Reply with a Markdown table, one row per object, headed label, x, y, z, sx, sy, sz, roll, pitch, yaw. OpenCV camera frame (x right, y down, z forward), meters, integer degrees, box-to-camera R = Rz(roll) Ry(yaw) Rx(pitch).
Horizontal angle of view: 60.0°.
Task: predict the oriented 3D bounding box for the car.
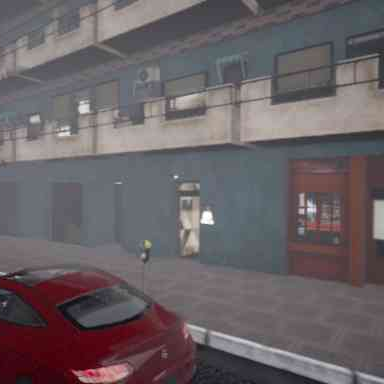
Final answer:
| label | x | y | z | sx | sy | sz | roll | pitch | yaw |
| --- | --- | --- | --- | --- | --- | --- | --- | --- | --- |
| car | -1.906 | 1.596 | 4.221 | 4.206 | 1.307 | 1.802 | 0 | 1 | 35 |
